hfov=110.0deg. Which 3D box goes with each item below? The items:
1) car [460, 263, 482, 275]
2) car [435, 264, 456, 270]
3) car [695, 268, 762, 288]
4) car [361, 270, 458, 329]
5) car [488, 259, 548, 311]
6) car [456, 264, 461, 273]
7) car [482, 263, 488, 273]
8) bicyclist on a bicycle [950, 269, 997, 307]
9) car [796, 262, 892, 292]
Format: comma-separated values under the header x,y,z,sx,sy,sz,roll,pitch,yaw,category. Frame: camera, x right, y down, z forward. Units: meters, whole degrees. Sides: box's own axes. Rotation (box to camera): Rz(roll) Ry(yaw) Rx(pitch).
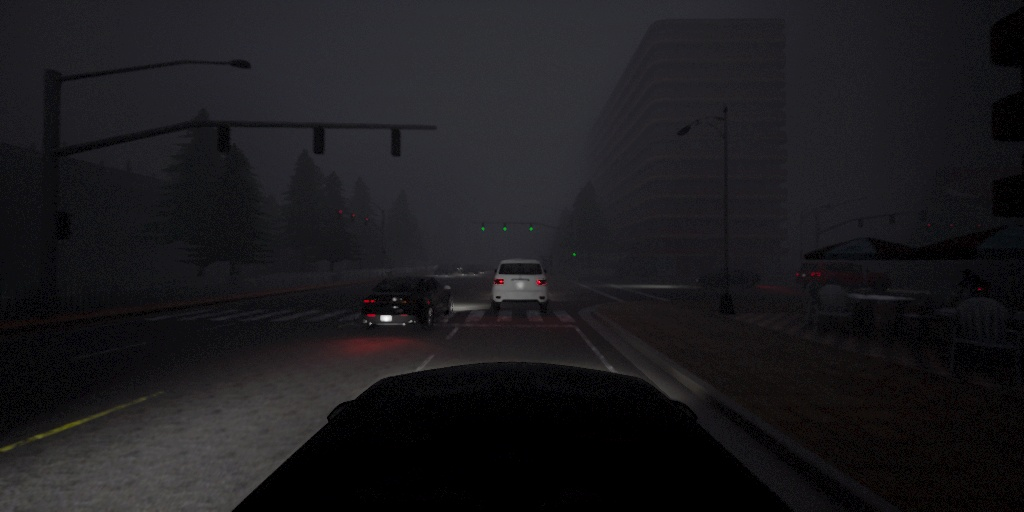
x,y,z,sx,sy,sz,roll,pitch,yaw,category
-6.028,1.970,53.338,1.812,1.442,4.674,0,-1,1,car
-9.591,1.915,50.625,1.812,1.442,4.674,0,-1,1,car
17.691,1.767,29.446,4.902,1.511,2.128,0,-1,1,car
-3.230,1.383,11.782,1.837,1.490,4.892,0,0,1,car
0.363,1.173,15.693,2.150,2.045,5.566,0,-1,1,car
-9.347,2.025,59.879,1.837,1.490,4.892,0,-1,2,car
-5.779,2.094,62.168,1.812,1.442,4.674,0,-1,2,car
19.151,1.380,14.954,0.582,1.620,1.656,0,-1,1,bicyclist on a bicycle
23.559,1.471,25.638,5.566,2.045,2.150,0,-1,1,car
